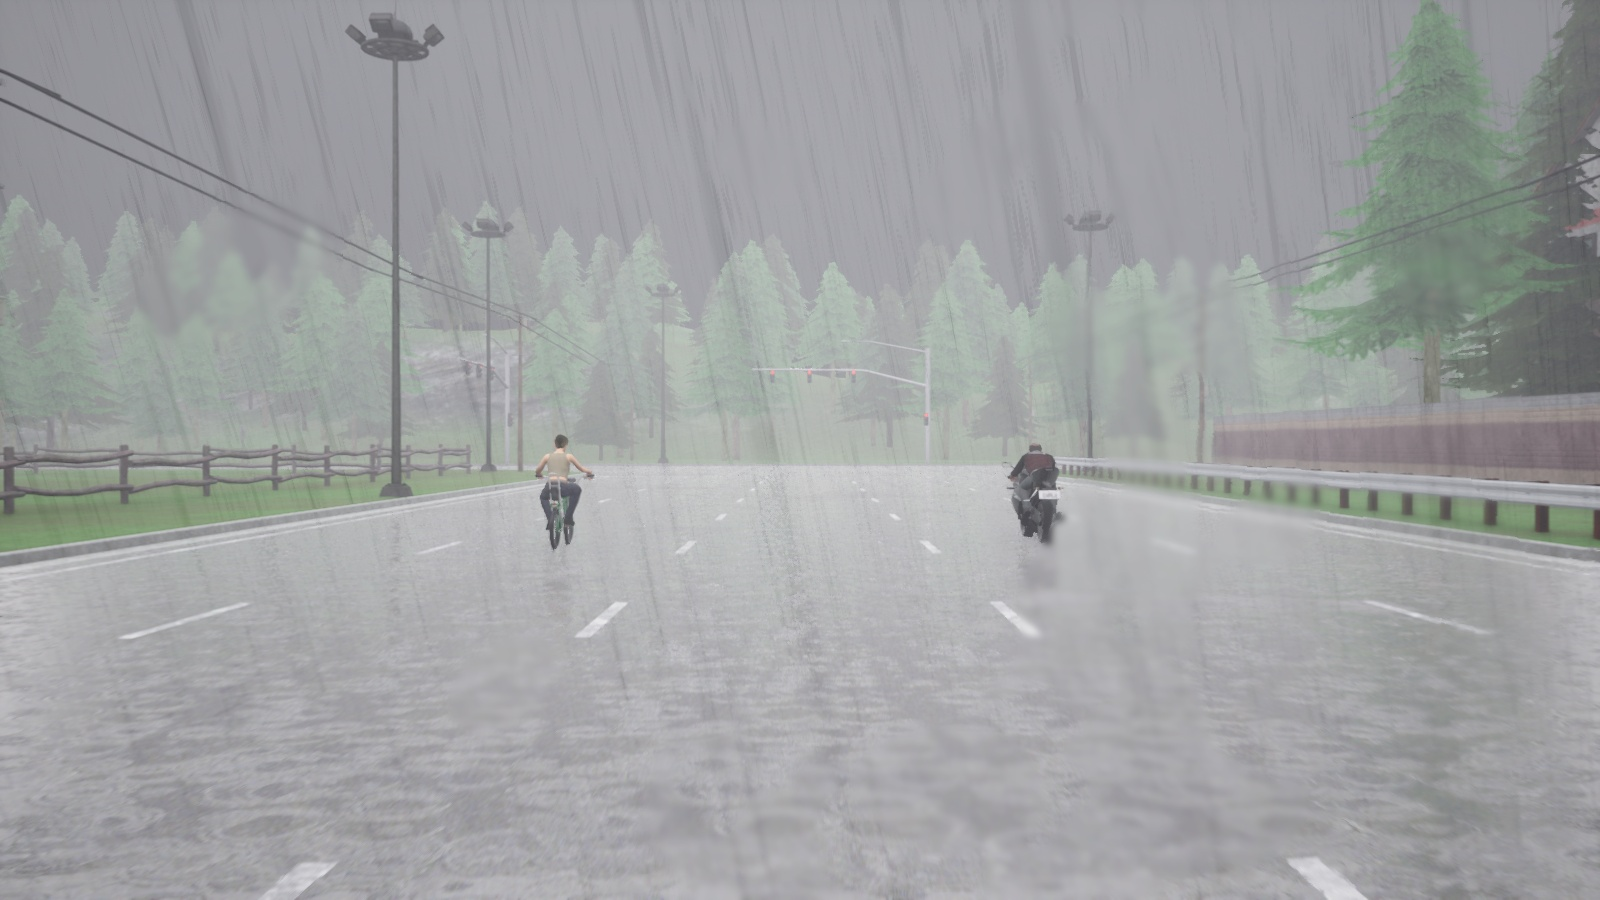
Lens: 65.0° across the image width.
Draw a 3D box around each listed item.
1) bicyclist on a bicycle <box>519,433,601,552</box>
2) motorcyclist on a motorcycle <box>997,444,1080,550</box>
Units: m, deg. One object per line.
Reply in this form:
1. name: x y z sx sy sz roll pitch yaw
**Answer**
1. bicyclist on a bicycle: -3.387 0.580 17.846 0.866 1.612 1.509 0 0 1
2. motorcyclist on a motorcycle: 3.625 0.676 19.291 0.866 1.530 2.191 0 0 0
